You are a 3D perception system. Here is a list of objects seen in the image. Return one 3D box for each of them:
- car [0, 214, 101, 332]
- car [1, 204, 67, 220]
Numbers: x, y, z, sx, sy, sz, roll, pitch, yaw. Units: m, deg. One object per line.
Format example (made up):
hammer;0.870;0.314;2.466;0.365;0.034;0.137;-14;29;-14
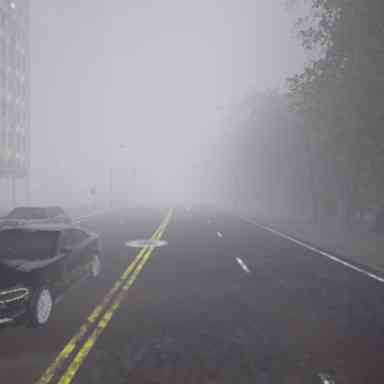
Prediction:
car;-3.390;1.476;7.121;1.882;1.535;5.008;0;0;-1
car;-6.734;1.349;14.070;2.097;1.767;4.553;0;0;-1
